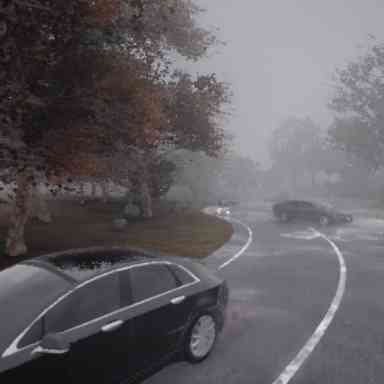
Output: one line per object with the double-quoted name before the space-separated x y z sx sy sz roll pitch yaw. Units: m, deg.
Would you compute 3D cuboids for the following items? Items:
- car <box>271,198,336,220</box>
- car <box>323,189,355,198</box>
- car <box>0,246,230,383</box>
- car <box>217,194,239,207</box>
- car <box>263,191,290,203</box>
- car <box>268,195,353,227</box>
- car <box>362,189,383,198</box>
"car" 8.251 1.213 25.085 1.895 1.301 4.718 -2 1 -26
"car" 24.070 0.216 54.573 4.892 1.490 1.837 0 1 0
"car" -1.423 1.517 3.899 1.837 1.490 4.892 1 1 40
"car" 4.471 0.953 40.513 2.128 1.511 4.902 -1 1 20
"car" 11.784 0.692 46.310 4.892 1.490 1.837 -3 0 -41
"car" 7.397 1.202 20.605 1.837 1.490 4.892 -2 3 -35
"car" 28.387 0.270 51.030 4.181 1.385 1.994 -1 1 12
